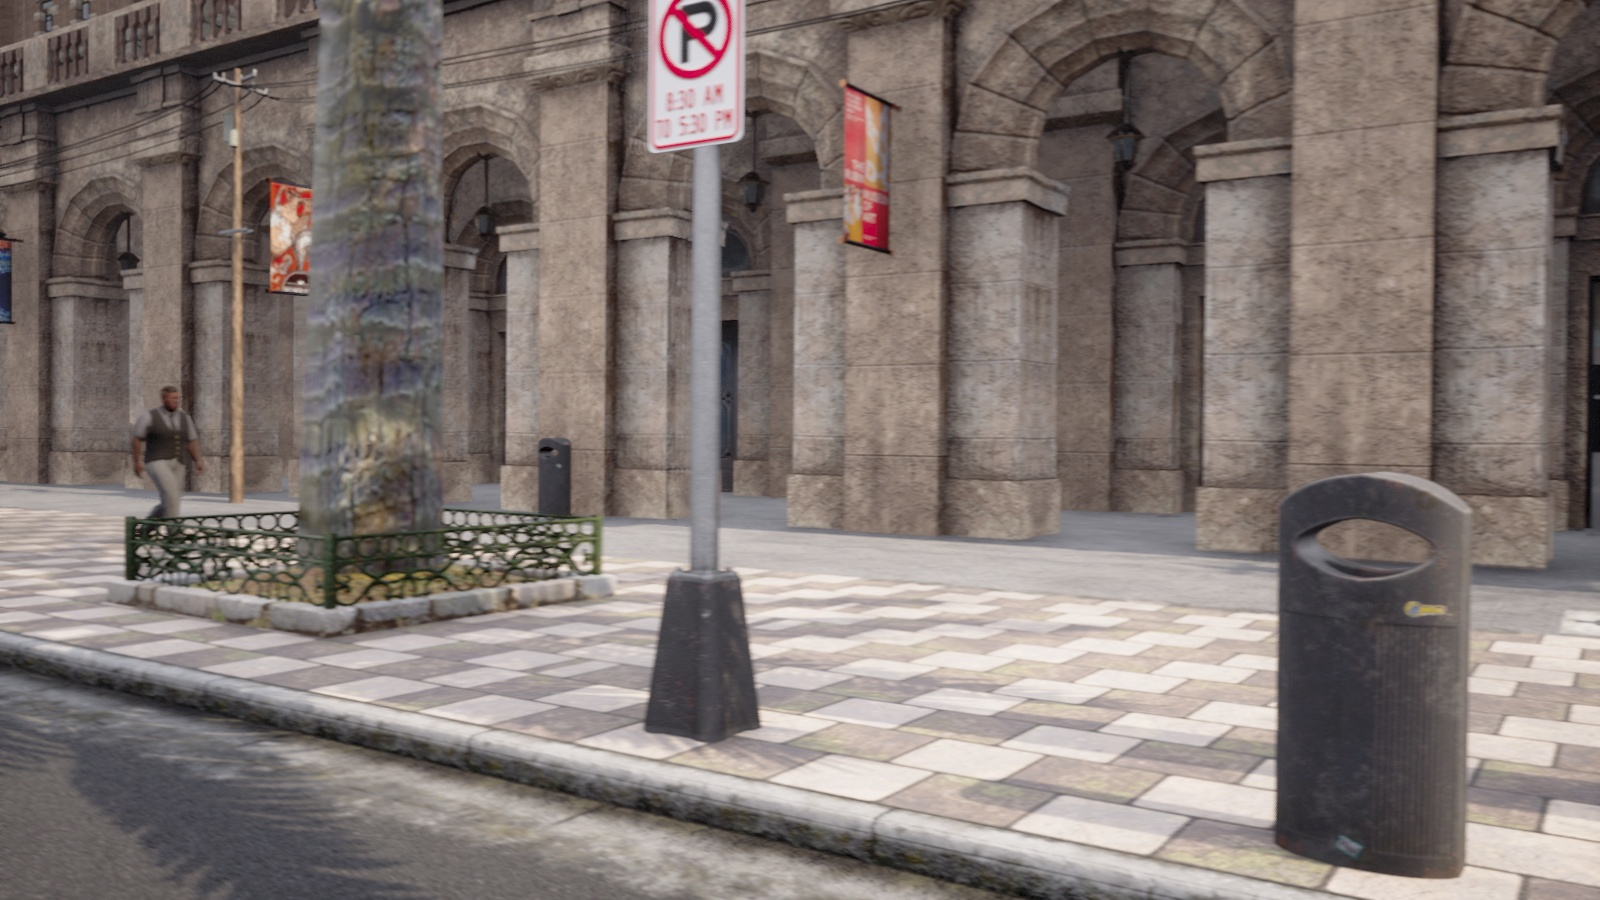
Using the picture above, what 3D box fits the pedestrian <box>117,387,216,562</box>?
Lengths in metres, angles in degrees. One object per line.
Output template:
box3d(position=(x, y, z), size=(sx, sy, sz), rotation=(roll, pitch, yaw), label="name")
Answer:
box3d(position=(-7.033, 0.261, 13.947), size=(0.849, 1.883, 0.563), rotation=(0, 1, 28), label="pedestrian")
